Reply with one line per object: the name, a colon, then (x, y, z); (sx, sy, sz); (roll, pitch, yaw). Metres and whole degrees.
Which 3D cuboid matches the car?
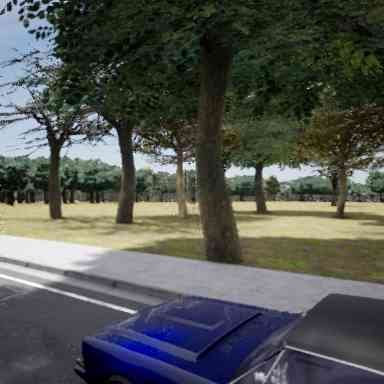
car: (1.146, 1.607, 2.745); (4.718, 1.301, 1.895); (-1, 0, 35)
